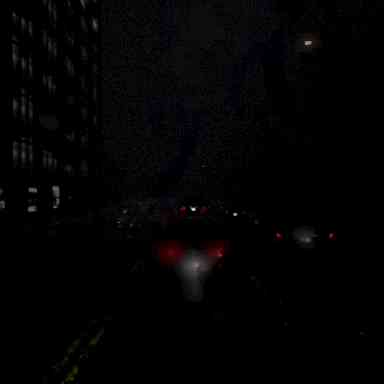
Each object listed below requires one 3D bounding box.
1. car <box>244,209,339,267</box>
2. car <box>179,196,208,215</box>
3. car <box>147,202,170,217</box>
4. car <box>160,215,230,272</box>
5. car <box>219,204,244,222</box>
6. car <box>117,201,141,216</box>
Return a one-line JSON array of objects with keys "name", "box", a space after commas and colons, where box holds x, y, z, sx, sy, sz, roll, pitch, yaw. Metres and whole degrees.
[{"name": "car", "box": [3.348, 1.418, 11.855, 2.097, 1.767, 4.553, 0, 0, 0]}, {"name": "car", "box": [0.116, 1.365, 26.524, 2.150, 2.045, 5.566, 0, 0, 0]}, {"name": "car", "box": [-3.303, 1.748, 33.658, 1.994, 1.385, 4.181, 0, 0, 0]}, {"name": "car", "box": [0.095, 1.661, 11.009, 1.895, 1.301, 4.718, 0, 0, 0]}, {"name": "car", "box": [3.369, 1.715, 27.778, 1.994, 1.385, 4.181, 0, 0, 0]}, {"name": "car", "box": [-6.549, 1.684, 34.924, 2.128, 1.511, 4.902, 0, 0, 0]}]
